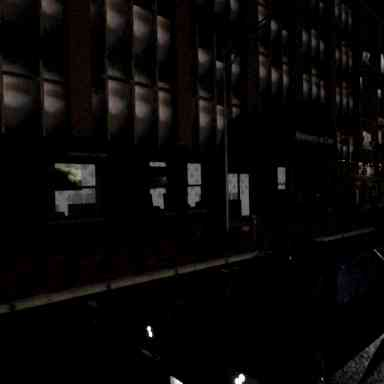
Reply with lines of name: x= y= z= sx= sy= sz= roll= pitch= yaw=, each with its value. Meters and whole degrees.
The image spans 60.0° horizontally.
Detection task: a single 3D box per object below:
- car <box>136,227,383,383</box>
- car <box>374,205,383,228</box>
car: x=1.842 y=1.523 z=5.104 sx=5.357 sy=1.411 sz=2.033 roll=-1 pitch=0 yaw=-42
car: x=11.154 y=1.161 z=16.974 sx=5.009 sy=1.841 sz=2.192 roll=-1 pitch=-1 yaw=-42
